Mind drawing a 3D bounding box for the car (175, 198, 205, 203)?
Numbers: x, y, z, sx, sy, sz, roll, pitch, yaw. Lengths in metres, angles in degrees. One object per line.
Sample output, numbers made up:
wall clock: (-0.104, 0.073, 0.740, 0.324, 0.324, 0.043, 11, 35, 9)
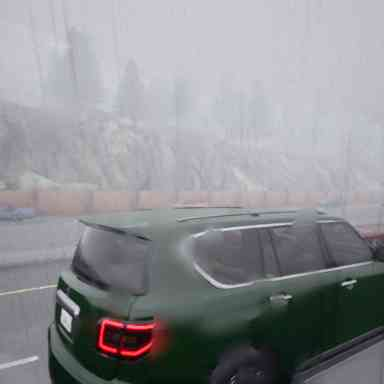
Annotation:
car: (-0.619, 1.350, 29.316, 4.553, 1.767, 2.097, 0, 0, -35)

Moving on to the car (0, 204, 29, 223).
car: (-14.199, 1.550, 23.957, 5.357, 1.411, 2.033, 0, 0, -35)

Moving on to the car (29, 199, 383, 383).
car: (1.068, 1.221, 4.505, 5.566, 2.045, 2.150, 0, 0, -35)

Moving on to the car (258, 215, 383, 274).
car: (4.596, 1.599, 11.310, 4.718, 1.301, 1.895, 0, 0, -35)
